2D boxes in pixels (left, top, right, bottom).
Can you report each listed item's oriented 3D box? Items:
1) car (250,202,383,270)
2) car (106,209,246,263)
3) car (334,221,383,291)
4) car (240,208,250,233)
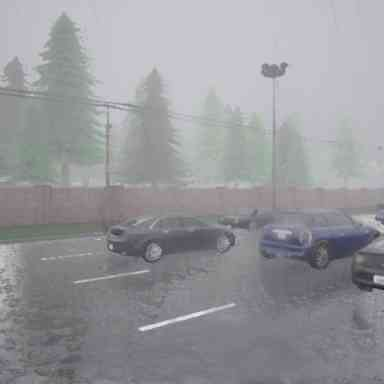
[{"bbox_3d":[4.419,1.333,11.199,4.553,1.767,2.097,0,0,-35],"label":"car"},{"bbox_3d":[-0.582,1.493,11.930,4.892,1.490,1.837,0,0,-35],"label":"car"},{"bbox_3d":[5.484,1.509,7.674,4.674,1.442,1.812,0,0,-36],"label":"car"},{"bbox_3d":[3.877,1.573,19.406,4.718,1.301,1.895,0,0,-35],"label":"car"}]
